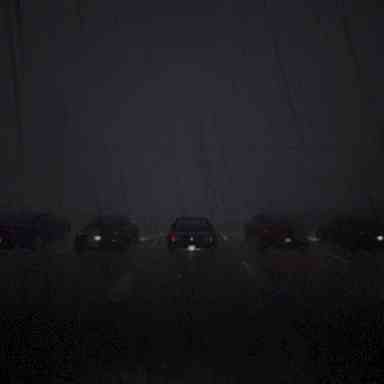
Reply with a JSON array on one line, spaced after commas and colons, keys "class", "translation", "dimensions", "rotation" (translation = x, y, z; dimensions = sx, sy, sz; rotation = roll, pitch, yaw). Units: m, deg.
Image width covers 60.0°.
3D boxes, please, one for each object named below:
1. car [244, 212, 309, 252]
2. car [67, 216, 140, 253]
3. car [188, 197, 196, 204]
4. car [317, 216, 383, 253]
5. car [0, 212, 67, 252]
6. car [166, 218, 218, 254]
[{"class": "car", "translation": [3.502, 1.616, 14.576], "dimensions": [1.882, 1.535, 5.008], "rotation": [0, 0, 0]}, {"class": "car", "translation": [-3.502, 1.701, 14.352], "dimensions": [1.994, 1.385, 4.181], "rotation": [0, -1, 0]}, {"class": "car", "translation": [-0.016, 2.255, 82.230], "dimensions": [1.882, 1.535, 5.008], "rotation": [0, -1, 0]}, {"class": "car", "translation": [7.001, 1.701, 14.370], "dimensions": [1.994, 1.385, 4.181], "rotation": [0, -1, 0]}, {"class": "car", "translation": [-6.998, 1.617, 14.568], "dimensions": [1.882, 1.535, 5.008], "rotation": [0, 0, 0]}, {"class": "car", "translation": [-0.002, 1.736, 14.194], "dimensions": [1.895, 1.301, 4.718], "rotation": [0, -1, 0]}]
